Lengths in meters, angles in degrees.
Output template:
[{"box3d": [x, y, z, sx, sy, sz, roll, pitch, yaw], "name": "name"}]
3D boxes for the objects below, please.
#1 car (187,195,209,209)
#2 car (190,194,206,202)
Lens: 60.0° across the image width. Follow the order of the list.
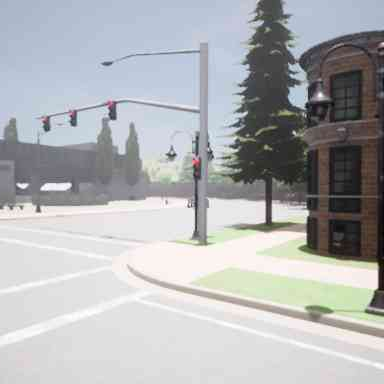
[{"box3d": [0.818, 1.391, 42.500, 1.837, 1.490, 4.892, 3, 1, 19], "name": "car"}, {"box3d": [1.112, 1.251, 67.764, 1.812, 1.442, 4.674, 0, 0, -18], "name": "car"}]
